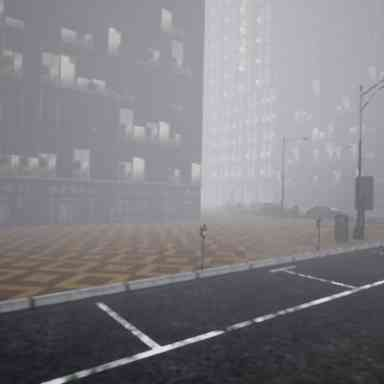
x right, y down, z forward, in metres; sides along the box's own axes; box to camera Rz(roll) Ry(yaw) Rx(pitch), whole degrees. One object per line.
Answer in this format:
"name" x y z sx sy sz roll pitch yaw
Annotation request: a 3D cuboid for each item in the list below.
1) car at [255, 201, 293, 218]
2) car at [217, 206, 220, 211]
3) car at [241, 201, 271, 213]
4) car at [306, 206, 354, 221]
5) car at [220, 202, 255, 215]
"car" 8.935 1.823 34.338 1.967 1.590 4.097 1 -1 -35
"car" 5.931 2.299 53.247 1.752 1.417 4.829 1 -1 -35
"car" 9.286 2.156 48.452 1.967 1.590 4.097 1 -1 -35
"car" 12.191 1.910 29.678 1.802 1.307 4.206 1 -1 -35
"car" 5.774 1.962 38.855 1.752 1.417 4.829 1 -1 -35
